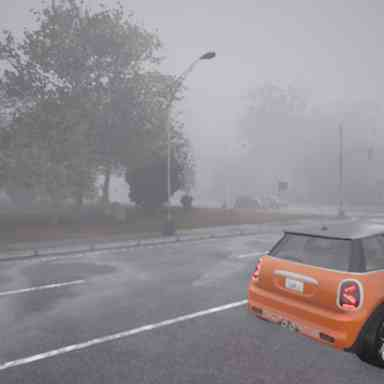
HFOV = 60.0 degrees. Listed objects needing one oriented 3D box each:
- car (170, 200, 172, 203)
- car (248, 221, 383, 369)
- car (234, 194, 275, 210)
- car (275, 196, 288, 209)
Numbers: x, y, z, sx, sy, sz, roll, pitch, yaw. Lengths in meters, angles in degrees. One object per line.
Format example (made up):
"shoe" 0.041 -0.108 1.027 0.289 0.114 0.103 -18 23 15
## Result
"car" -5.785 1.423 62.577 1.895 1.301 4.718 0 0 -37
"car" 3.194 1.330 5.949 4.553 1.767 2.097 0 0 -35
"car" 7.226 1.190 40.088 2.097 1.767 4.553 0 0 -38
"car" 9.950 1.167 42.287 2.097 1.767 4.553 0 0 -38
